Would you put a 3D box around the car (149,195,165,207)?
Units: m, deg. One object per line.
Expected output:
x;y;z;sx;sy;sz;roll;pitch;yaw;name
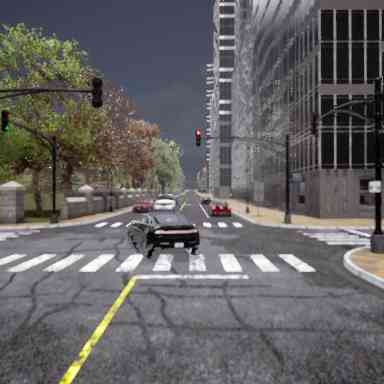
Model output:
-5.686;1.414;55.036;2.192;1.841;5.009;0;0;0;car

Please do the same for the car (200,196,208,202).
2.696;1.644;77.930;1.752;1.417;4.829;0;0;0;car

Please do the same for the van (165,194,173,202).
-5.684;1.461;83.451;1.690;1.788;3.998;0;0;0;van

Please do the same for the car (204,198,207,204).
2.693;1.635;37.988;1.947;1.339;4.313;0;0;0;car

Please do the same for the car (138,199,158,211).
-5.688;1.631;43.669;2.008;1.369;4.403;0;0;0;car

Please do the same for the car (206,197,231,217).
2.694;1.499;32.308;1.967;1.590;4.097;0;0;0;car

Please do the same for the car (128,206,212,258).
-1.254;1.518;13.083;2.128;1.511;4.902;0;0;-20;car

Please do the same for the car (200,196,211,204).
2.695;1.552;66.394;1.967;1.590;4.097;0;0;0;car

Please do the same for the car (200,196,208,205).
2.694;1.672;60.713;1.947;1.339;4.313;0;0;0;car

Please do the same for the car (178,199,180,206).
-3.059;1.625;55.822;1.812;1.442;4.674;0;0;0;car

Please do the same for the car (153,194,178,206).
-3.098;1.292;39.046;2.150;2.045;5.566;0;0;0;car

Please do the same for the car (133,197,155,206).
-5.688;1.614;37.986;1.887;1.381;4.507;0;0;0;car
